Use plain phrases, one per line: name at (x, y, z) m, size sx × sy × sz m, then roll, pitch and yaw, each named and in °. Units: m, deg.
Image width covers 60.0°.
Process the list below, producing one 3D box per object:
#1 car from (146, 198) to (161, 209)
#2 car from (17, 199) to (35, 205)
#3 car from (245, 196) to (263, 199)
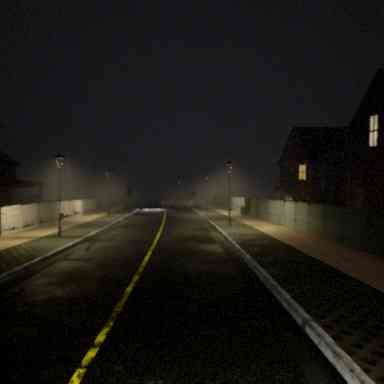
car at (-5.152, 1.534, 44.786) m, size 1.994 × 1.385 × 4.181 m, roll 0°, pitch 0°, yaw -5°
car at (-24.931, 1.784, 52.455) m, size 4.718 × 1.301 × 1.895 m, roll 0°, pitch 4°, yaw -8°
car at (11.017, 1.457, 57.512) m, size 4.892 × 1.490 × 1.837 m, roll 0°, pitch 4°, yaw -8°
